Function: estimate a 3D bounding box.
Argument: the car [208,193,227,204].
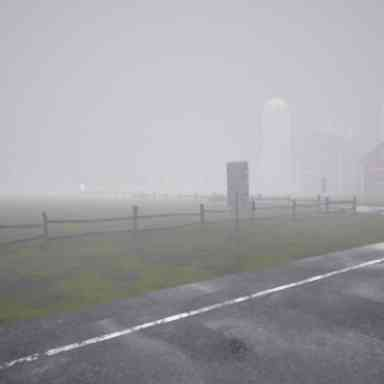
[{"bbox_3d":[4.172,0.784,43.255,1.895,1.301,4.718,-2,2,-36],"label":"car"}]

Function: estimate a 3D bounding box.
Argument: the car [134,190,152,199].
[{"bbox_3d":[-9.106,0.455,61.898,2.128,1.511,4.902,-2,2,-35],"label":"car"}]
